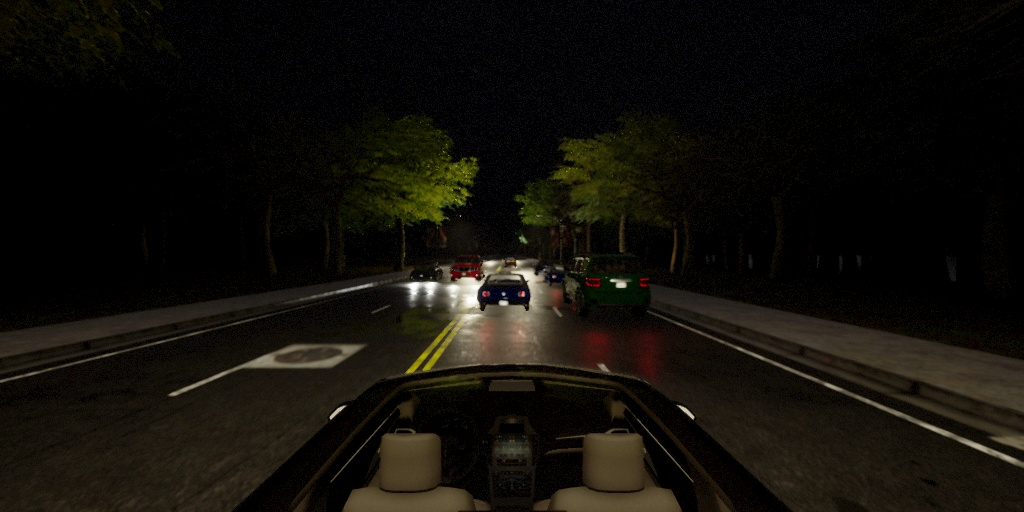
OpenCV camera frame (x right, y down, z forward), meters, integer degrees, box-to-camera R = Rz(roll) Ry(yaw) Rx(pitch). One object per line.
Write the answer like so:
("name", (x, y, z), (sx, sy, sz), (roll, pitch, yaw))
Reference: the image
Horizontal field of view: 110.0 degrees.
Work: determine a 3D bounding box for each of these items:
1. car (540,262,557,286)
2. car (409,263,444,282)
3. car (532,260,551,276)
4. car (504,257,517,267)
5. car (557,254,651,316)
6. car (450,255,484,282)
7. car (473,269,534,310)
("car", (3.202, 1.307, 24.346), (1.895, 1.301, 4.718), (0, 0, 0))
("car", (-6.668, 1.261, 28.355), (1.994, 1.385, 4.181), (0, 0, 0))
("car", (3.143, 1.177, 35.327), (1.837, 1.490, 4.892), (0, 0, 0))
("car", (-0.232, 1.040, 59.144), (2.128, 1.511, 4.902), (0, 0, 0))
("car", (3.238, 0.954, 13.335), (2.150, 2.045, 5.566), (0, 0, 0))
("car", (-3.417, 0.919, 28.130), (2.150, 2.045, 5.566), (0, 0, 0))
("car", (-0.225, 1.332, 14.520), (1.895, 1.301, 4.718), (0, 0, 1))
